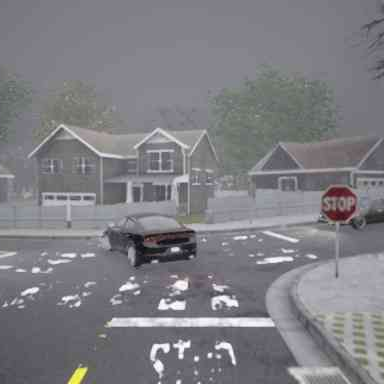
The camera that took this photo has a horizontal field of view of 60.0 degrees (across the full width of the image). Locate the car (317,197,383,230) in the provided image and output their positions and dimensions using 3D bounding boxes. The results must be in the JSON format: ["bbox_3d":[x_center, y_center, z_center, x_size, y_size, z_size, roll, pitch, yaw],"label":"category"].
[{"bbox_3d":[8.897,0.957,16.721,5.357,1.411,2.033,-3,2,-23],"label":"car"}]

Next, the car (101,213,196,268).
[{"bbox_3d":[-1.688,1.461,11.619,1.882,1.535,5.008,-2,1,-29],"label":"car"}]
